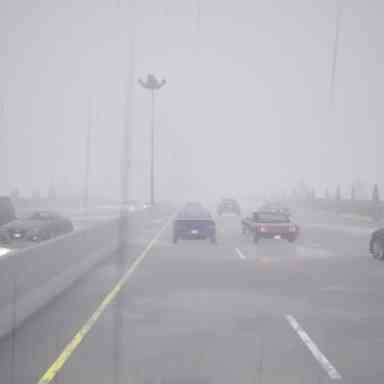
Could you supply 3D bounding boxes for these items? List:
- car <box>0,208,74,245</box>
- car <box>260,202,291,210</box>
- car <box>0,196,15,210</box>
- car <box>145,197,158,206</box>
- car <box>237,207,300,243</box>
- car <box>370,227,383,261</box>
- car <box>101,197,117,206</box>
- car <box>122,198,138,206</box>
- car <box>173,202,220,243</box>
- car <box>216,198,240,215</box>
[{"bbox_3d":[-7.100,1.568,15.506,1.994,1.385,4.181,0,0,0],"label":"car"},{"bbox_3d":[7.099,1.560,28.796,2.033,1.411,5.357,0,0,0],"label":"car"},{"bbox_3d":[-10.600,1.224,15.893,2.150,2.045,5.566,0,0,0],"label":"car"},{"bbox_3d":[-7.043,1.605,57.766,1.812,1.442,4.674,0,0,1],"label":"car"},{"bbox_3d":[3.600,1.605,16.208,1.895,1.301,4.718,0,0,0],"label":"car"},{"bbox_3d":[7.099,1.354,9.460,2.097,1.767,4.553,0,0,0],"label":"car"},{"bbox_3d":[-14.048,1.601,56.569,1.812,1.442,4.674,0,0,1],"label":"car"},{"bbox_3d":[-10.545,1.677,56.850,1.895,1.301,4.718,0,0,1],"label":"car"},{"bbox_3d":[0.099,1.481,16.141,1.882,1.535,5.008,0,0,0],"label":"car"},{"bbox_3d":[3.599,1.372,33.870,2.097,1.767,4.553,0,0,0],"label":"car"}]
